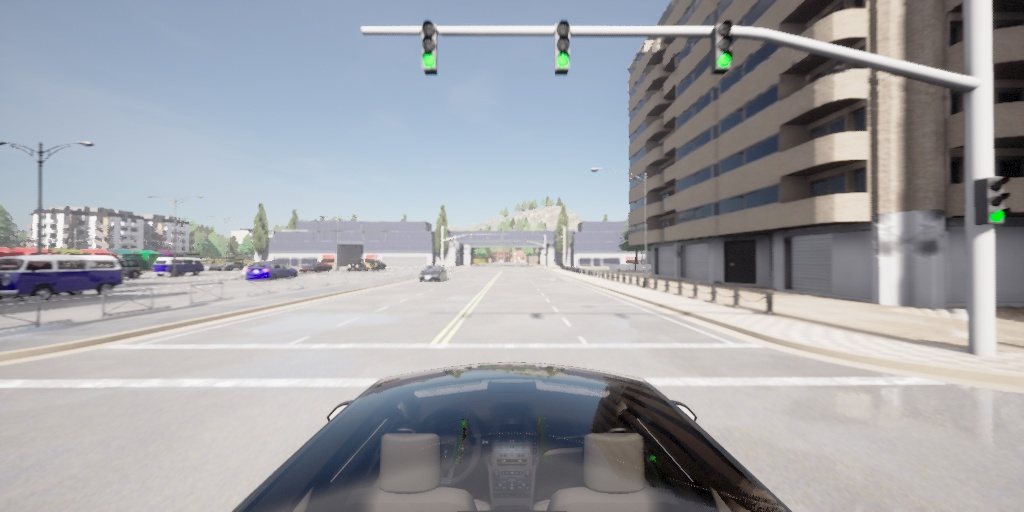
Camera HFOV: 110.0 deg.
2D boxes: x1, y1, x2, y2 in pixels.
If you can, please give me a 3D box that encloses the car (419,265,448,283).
[{"bbox_3d":[-7.012,1.591,32.302,2.128,1.511,4.902,0,0,0],"label":"car"}]
